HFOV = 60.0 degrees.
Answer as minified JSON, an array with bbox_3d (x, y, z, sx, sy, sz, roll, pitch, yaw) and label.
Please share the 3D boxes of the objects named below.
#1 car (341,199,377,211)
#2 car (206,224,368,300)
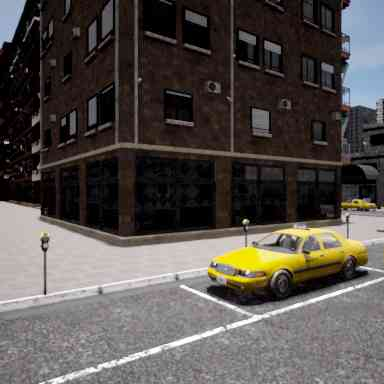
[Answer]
[{"bbox_3d":[19.255,1.500,39.629,1.752,1.417,4.829,0,0,-35],"label":"car"},{"bbox_3d":[2.581,1.531,8.408,4.829,1.417,1.752,0,0,-36],"label":"car"}]
